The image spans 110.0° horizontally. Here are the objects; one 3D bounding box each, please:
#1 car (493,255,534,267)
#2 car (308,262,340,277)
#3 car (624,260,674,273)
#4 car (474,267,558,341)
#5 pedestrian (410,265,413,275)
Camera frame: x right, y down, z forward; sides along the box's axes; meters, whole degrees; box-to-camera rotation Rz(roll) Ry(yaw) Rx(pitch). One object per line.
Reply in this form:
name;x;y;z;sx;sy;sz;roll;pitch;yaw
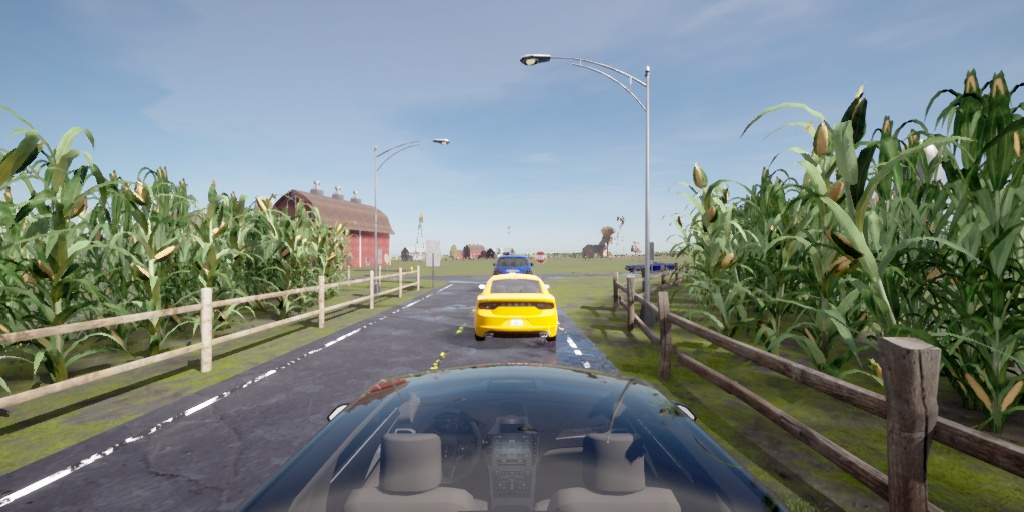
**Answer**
car;0.062;0.976;20.600;2.150;2.045;5.566;0;0;1
car;-19.231;1.386;35.156;4.553;1.767;2.097;-1;-1;6
car;14.253;1.103;37.521;4.718;1.301;1.895;-1;0;-4
car;0.072;1.229;9.906;1.882;1.535;5.008;0;0;-1
pedestrian;-11.293;1.622;40.397;0.500;1.100;0.500;0;0;4
